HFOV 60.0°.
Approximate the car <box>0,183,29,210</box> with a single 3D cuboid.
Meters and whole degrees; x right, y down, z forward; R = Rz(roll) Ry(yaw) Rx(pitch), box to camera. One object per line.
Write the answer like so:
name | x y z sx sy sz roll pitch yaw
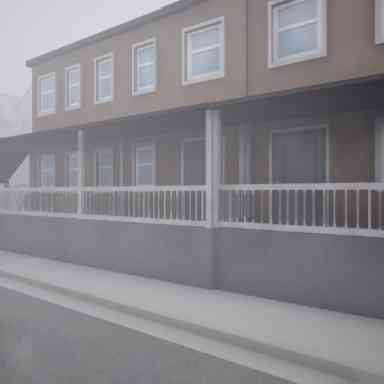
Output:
car | -15.188 0.727 27.240 2.150 2.045 5.566 0 14 34
